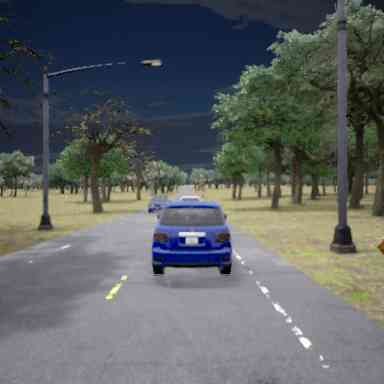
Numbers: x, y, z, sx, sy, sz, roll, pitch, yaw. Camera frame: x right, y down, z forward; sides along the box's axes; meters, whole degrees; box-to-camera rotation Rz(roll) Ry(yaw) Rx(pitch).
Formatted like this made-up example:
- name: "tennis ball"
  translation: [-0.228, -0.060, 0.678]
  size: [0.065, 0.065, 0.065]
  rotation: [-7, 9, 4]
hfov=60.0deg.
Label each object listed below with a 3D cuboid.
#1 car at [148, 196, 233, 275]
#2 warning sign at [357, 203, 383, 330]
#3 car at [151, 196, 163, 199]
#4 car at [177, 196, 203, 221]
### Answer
- name: "car"
  translation: [-0.005, 1.284, 10.775]
  size: [2.150, 2.045, 5.566]
  rotation: [0, 0, 0]
- name: "warning sign"
  translation: [3.536, 1.141, 5.234]
  size: [1.300, 1.860, 1.060]
  rotation: [1, 1, -1]
- name: "car"
  translation: [-3.948, 1.487, 39.782]
  size: [2.150, 2.045, 5.566]
  rotation: [0, 0, 0]
- name: "car"
  translation: [-0.175, 1.425, 30.783]
  size: [2.150, 2.045, 5.566]
  rotation: [0, 0, 0]
